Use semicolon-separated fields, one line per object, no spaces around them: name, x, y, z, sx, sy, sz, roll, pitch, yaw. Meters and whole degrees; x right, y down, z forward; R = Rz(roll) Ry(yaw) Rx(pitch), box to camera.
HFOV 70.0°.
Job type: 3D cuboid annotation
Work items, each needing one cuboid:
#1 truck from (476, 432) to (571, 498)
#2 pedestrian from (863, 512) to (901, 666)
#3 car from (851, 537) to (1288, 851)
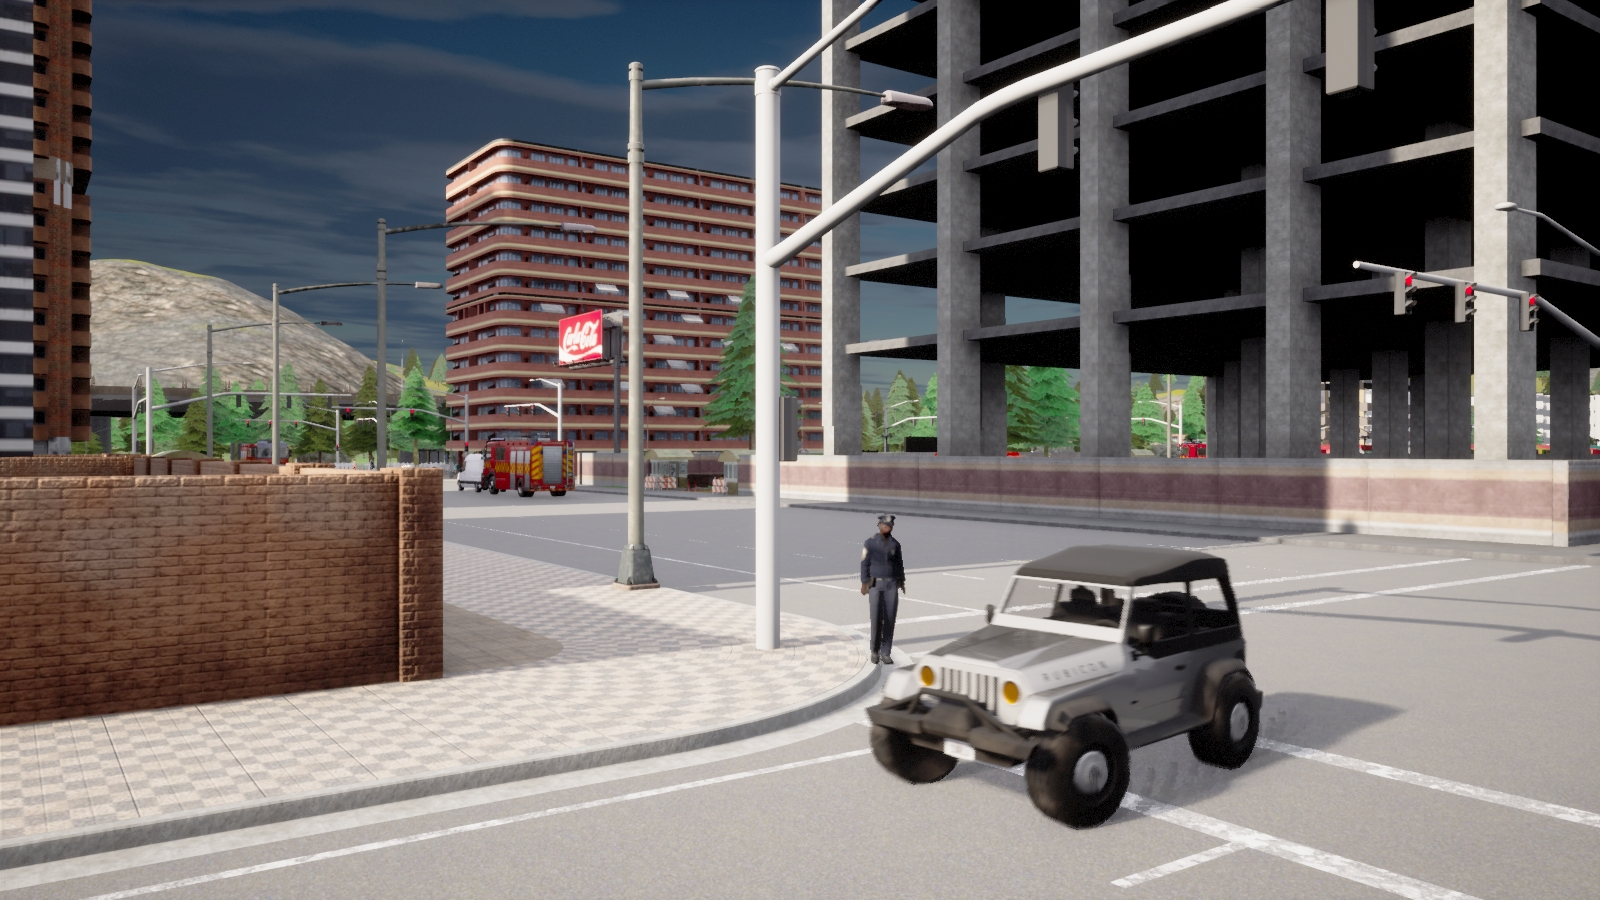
truck;-17.186;0.889;70.593;2.891;3.827;8.468;0;0;-34
pedestrian;1.011;1.705;14.133;0.375;1.860;0.375;0;0;-11
car;2.483;1.857;10.006;3.866;1.878;1.905;0;0;-43
